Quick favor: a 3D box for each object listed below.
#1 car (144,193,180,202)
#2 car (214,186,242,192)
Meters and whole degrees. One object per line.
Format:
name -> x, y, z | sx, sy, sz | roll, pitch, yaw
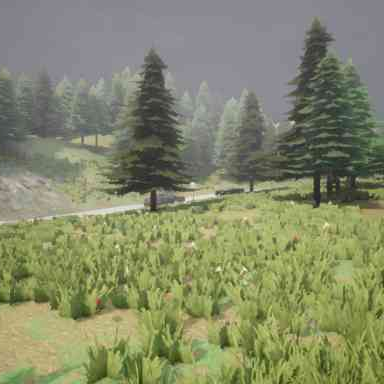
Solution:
car -> -3.089, 0.860, 38.280 | 2.033, 1.411, 5.357 | 0, 5, 45
car -> 5.316, -0.123, 46.649 | 4.718, 1.301, 1.895 | -7, 5, -43
